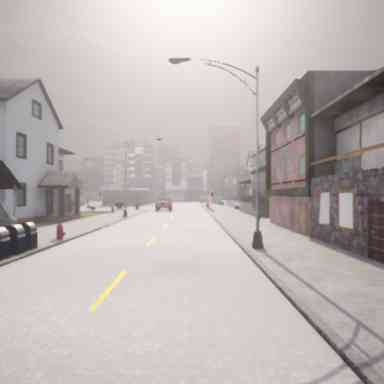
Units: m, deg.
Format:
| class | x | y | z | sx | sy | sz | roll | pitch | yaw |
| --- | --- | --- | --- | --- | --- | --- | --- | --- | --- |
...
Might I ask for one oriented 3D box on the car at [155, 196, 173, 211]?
| class | x | y | z | sx | sy | sz | roll | pitch | yaw |
| --- | --- | --- | --- | --- | --- | --- | --- | --- | --- |
| car | -3.990 | 1.662 | 47.981 | 2.150 | 2.045 | 5.566 | 0 | -1 | 0 |
